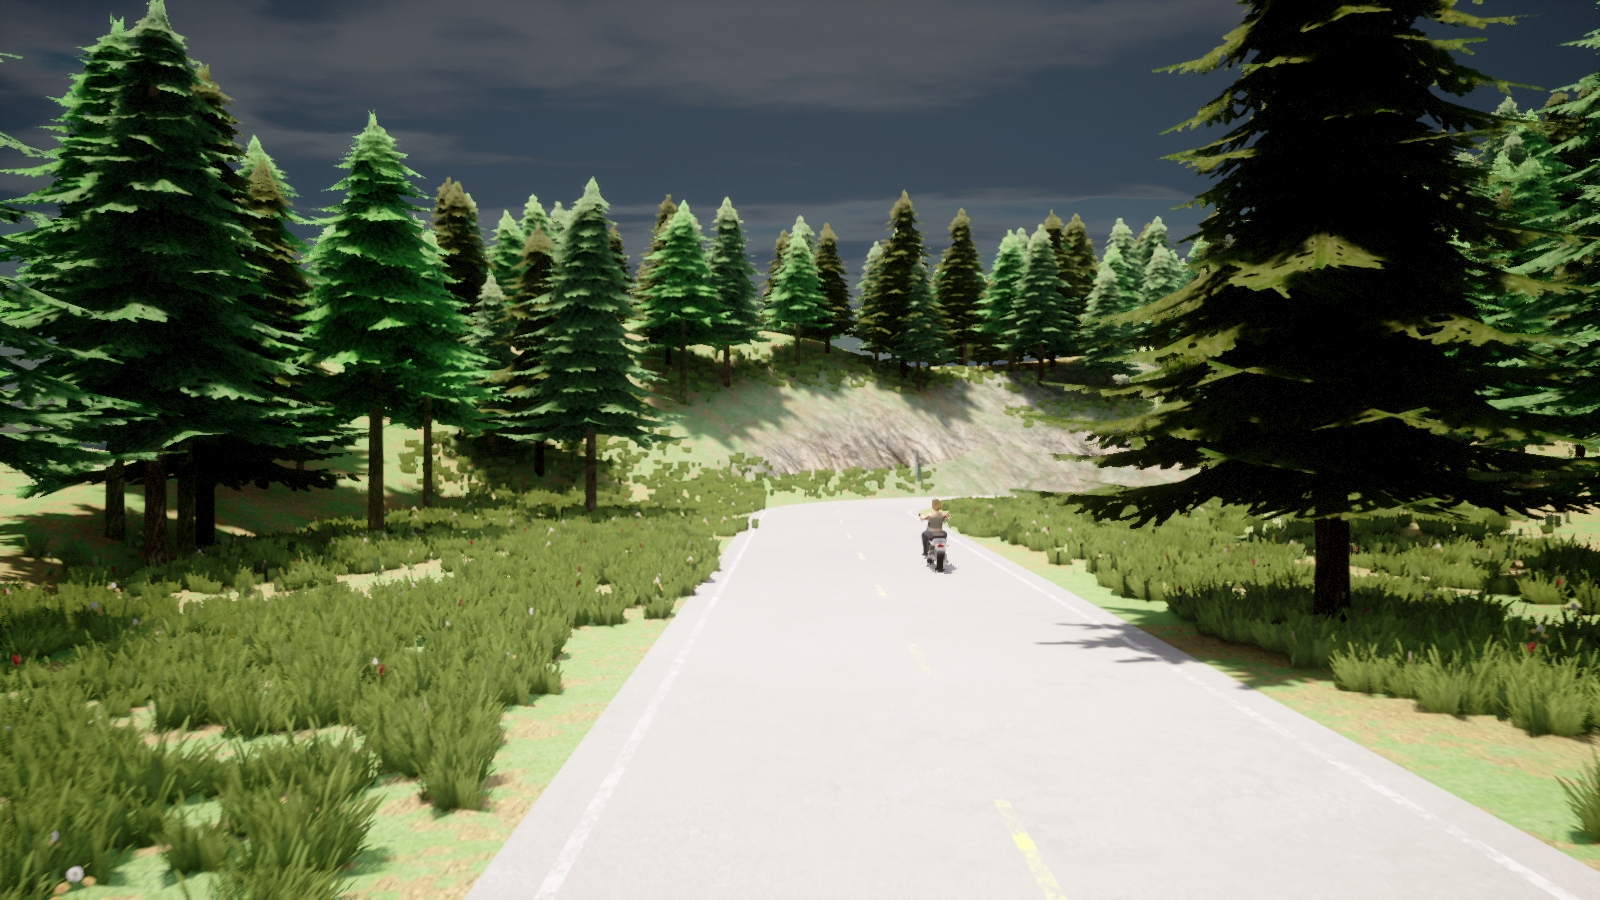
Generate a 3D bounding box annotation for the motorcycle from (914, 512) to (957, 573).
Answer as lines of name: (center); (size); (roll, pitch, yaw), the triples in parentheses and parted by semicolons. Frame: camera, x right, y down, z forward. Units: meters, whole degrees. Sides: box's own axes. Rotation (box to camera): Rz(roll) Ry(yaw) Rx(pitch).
motorcycle: (3.197, 2.162, 27.148); (0.764, 1.277, 2.356); (0, 0, 0)
